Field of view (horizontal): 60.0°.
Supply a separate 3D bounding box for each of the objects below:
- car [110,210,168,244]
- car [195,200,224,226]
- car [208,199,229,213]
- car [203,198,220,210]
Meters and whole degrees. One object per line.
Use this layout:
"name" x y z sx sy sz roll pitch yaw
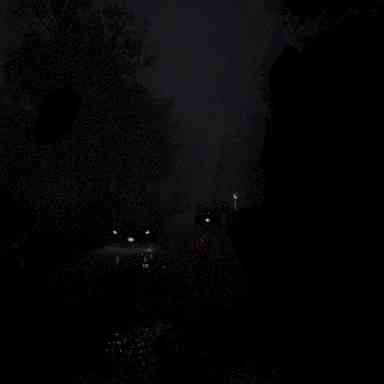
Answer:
"car" -2.355 1.583 16.299 2.033 1.411 5.357 0 0 4
"car" 1.251 1.620 24.388 1.837 1.490 4.892 0 0 5
"car" 3.566 1.741 42.483 2.097 1.767 4.553 0 -1 9
"car" 3.318 2.014 56.719 2.097 1.767 4.553 1 -1 13
